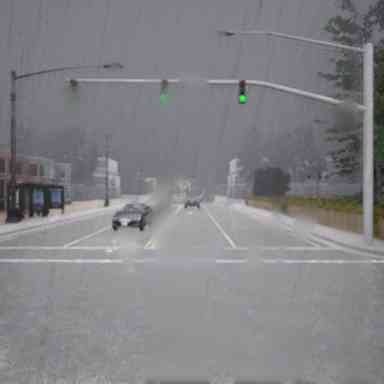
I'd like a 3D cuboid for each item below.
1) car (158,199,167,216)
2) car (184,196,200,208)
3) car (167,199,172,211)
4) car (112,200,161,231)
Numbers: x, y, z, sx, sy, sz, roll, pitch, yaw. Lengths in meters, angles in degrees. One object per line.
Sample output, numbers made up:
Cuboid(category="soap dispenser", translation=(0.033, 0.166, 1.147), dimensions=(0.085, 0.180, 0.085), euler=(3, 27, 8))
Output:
Cuboid(category="car", translation=(-3.587, 1.521, 30.416), dimensions=(1.812, 1.442, 4.674), euler=(0, 0, 0))
Cuboid(category="car", translation=(0.034, 1.342, 46.777), dimensions=(2.097, 1.767, 4.553), euler=(0, 0, 0))
Cuboid(category="car", translation=(-3.521, 1.540, 40.923), dimensions=(2.033, 1.411, 5.357), euler=(0, 0, 0))
Cuboid(category="car", translation=(-3.554, 1.489, 20.786), dimensions=(2.128, 1.511, 4.902), euler=(0, 0, 4))
